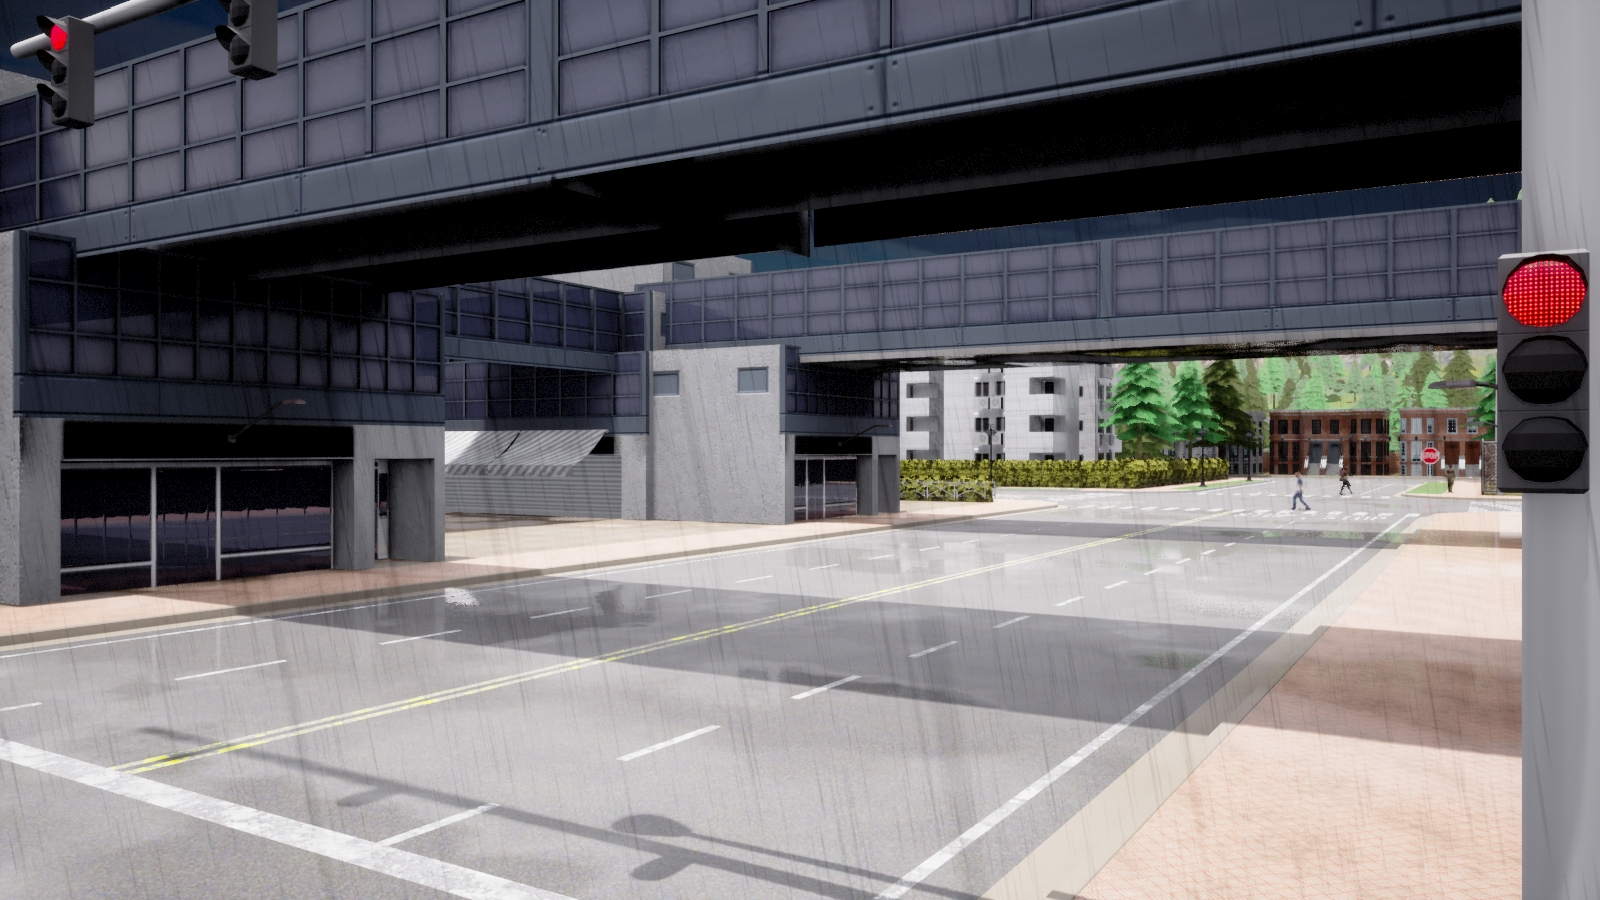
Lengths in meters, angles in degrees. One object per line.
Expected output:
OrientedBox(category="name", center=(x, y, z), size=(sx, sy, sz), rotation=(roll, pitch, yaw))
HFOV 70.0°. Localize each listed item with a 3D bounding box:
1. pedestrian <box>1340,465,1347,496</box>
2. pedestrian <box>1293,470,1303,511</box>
OrientedBox(category="pedestrian", center=(33.087, 1.837, 69.537), size=(0.375, 1.860, 0.375), rotation=(0, 0, 31))
OrientedBox(category="pedestrian", center=(22.893, 1.848, 52.506), size=(0.375, 1.860, 0.375), rotation=(0, 0, 31))
